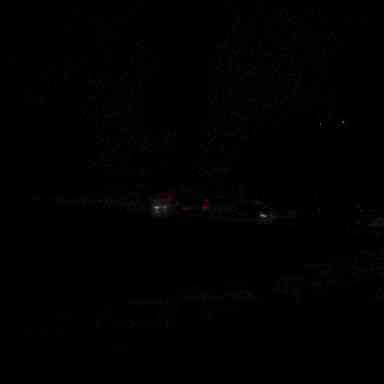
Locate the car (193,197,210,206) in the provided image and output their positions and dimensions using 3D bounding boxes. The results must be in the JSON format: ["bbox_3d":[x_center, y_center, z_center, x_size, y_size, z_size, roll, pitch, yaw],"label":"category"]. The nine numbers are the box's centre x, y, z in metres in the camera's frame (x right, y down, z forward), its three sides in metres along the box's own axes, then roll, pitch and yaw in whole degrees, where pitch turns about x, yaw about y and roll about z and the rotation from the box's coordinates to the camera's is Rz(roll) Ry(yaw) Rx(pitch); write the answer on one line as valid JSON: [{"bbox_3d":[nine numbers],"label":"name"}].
[{"bbox_3d":[1.042,1.552,57.020,1.837,1.490,4.892,-1,0,-35],"label":"car"}]

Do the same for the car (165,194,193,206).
[{"bbox_3d":[-2.484,1.581,56.411,1.837,1.490,4.892,-1,1,-35],"label":"car"}]

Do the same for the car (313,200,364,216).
[{"bbox_3d":[14.276,1.524,32.788,2.128,1.511,4.902,0,0,-34],"label":"car"}]

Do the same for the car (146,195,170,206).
[{"bbox_3d":[-6.097,1.627,55.747,1.812,1.442,4.674,0,0,-35],"label":"car"}]

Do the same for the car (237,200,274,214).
[{"bbox_3d":[6.986,1.590,37.268,1.812,1.442,4.674,-1,0,-35],"label":"car"}]

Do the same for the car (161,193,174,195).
[{"bbox_3d":[-5.036,1.291,65.470,2.150,2.045,5.566,-1,0,-36],"label":"car"}]
